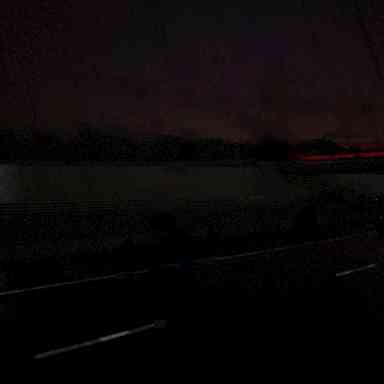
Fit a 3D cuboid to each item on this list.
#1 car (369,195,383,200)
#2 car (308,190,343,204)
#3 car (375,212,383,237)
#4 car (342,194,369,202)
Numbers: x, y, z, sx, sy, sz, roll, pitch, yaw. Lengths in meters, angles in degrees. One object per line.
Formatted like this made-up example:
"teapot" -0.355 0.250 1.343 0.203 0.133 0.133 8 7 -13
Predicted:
"car" 22.210 0.889 37.032 4.553 1.767 2.097 -1 1 -35
"car" 16.953 0.778 41.885 5.566 2.045 2.150 -1 1 -35
"car" 10.450 1.320 15.515 4.902 1.511 2.128 -1 1 -35
"car" 20.418 1.097 40.052 4.181 1.385 1.994 -1 1 -35
